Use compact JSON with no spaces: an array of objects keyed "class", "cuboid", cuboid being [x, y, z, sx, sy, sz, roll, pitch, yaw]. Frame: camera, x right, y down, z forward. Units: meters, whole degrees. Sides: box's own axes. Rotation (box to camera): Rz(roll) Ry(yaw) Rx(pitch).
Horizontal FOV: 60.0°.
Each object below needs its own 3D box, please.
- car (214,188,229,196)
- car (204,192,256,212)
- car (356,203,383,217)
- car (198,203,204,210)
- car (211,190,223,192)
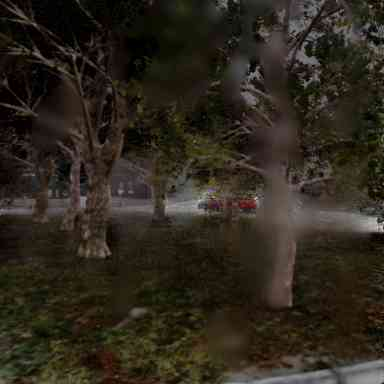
[{"class":"car","cuboid":[6.996,-0.080,78.738,1.946,1.575,5.366,0,3,21]},{"class":"car","cuboid":[4.626,1.298,38.620,5.566,2.045,2.150,0,-1,23]},{"class":"car","cuboid":[17.389,1.672,30.643,1.994,1.385,4.181,0,0,-31]},{"class":"car","cuboid":[3.031,1.429,42.326,4.553,1.767,2.097,0,0,18]},{"class":"car","cuboid":[4.969,0.237,73.610,1.946,1.575,5.366,0,3,22]}]
